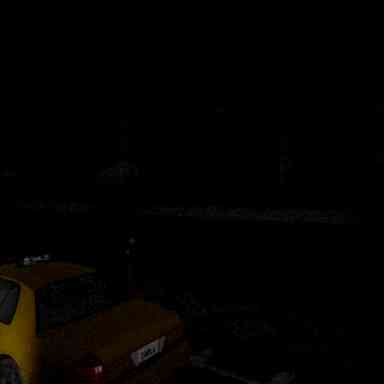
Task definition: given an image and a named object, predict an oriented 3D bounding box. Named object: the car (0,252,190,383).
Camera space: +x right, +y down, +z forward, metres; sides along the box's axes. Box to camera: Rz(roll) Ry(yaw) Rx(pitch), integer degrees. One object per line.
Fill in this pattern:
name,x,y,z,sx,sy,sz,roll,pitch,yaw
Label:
car,-2.304,1.525,4.601,4.829,1.417,1.752,0,0,35
